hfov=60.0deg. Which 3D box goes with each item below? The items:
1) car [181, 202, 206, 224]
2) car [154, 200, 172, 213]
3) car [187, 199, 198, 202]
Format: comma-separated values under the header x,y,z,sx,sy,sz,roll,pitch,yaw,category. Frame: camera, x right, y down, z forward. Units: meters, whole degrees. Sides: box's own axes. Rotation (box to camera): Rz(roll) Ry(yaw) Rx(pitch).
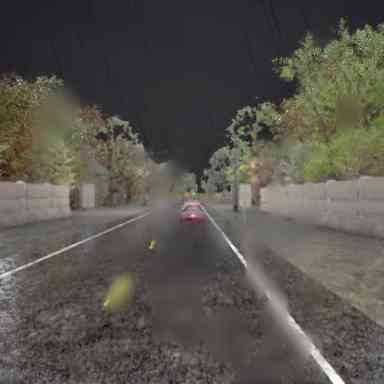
x,y,z,sx,sy,sz,roll,pitch,yaw,category
0.116,1.784,27.277,1.994,1.385,4.181,0,0,1,car
-3.559,1.810,41.141,2.128,1.511,4.902,0,0,0,car
0.092,1.688,43.635,2.097,1.767,4.553,0,0,0,car
